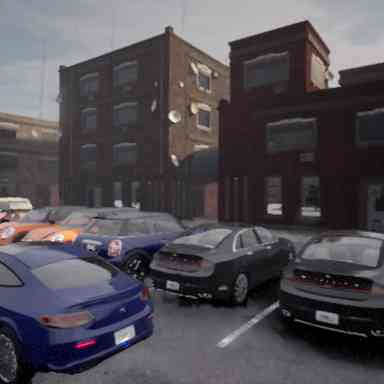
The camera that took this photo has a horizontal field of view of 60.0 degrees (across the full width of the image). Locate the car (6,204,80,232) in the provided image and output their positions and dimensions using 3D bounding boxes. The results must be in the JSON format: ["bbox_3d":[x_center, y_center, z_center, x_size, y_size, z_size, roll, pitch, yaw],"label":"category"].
[{"bbox_3d":[-3.423,1.367,11.449,2.185,1.767,4.553,0,0,36],"label":"car"}]

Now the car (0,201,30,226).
[{"bbox_3d":[-5.666,1.372,13.052,2.185,1.767,4.553,0,0,36],"label":"car"}]

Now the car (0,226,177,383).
[{"bbox_3d":[-2.667,1.531,5.289,4.674,1.442,1.812,0,0,36],"label":"car"}]

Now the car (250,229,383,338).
[{"bbox_3d":[3.284,1.482,6.607,2.231,1.521,4.892,0,0,36],"label":"car"}]

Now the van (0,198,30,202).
[{"bbox_3d":[-10.238,1.287,16.140,1.878,1.987,4.442,0,0,36],"label":"van"}]

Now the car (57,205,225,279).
[{"bbox_3d":[-1.216,1.362,9.794,2.185,1.767,4.553,0,0,36],"label":"car"}]
